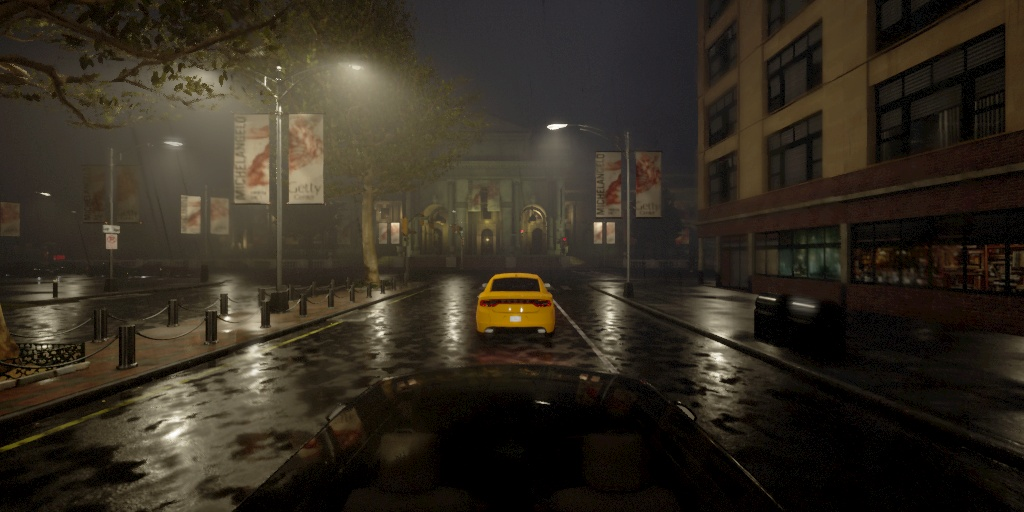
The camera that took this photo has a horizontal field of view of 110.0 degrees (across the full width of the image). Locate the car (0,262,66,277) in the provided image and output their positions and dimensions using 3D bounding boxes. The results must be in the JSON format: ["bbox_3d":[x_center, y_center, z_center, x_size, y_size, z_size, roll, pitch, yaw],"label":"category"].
[{"bbox_3d":[-47.082,1.276,34.831,4.674,1.442,1.812,0,0,0],"label":"car"}]

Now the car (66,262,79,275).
[{"bbox_3d":[-47.010,1.297,38.344,5.357,1.411,2.033,0,0,0],"label":"car"}]

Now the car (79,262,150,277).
[{"bbox_3d":[-38.513,1.314,34.793,4.181,1.385,1.994,0,0,0],"label":"car"}]

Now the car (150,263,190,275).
[{"bbox_3d":[-37.404,1.351,38.290,4.718,1.301,1.895,0,0,0],"label":"car"}]

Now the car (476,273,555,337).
[{"bbox_3d":[0.119,1.228,10.350,1.882,1.535,5.008,0,0,1],"label":"car"}]
